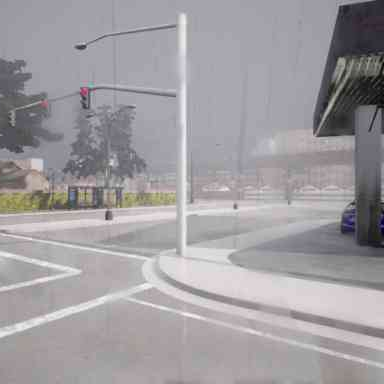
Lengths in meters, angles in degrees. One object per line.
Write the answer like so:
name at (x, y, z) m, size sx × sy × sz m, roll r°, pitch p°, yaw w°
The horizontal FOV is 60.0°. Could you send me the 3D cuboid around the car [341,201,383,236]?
car at (9.458, 1.295, 17.721) m, size 2.242 × 1.667 × 4.611 m, roll 0°, pitch 0°, yaw 37°
